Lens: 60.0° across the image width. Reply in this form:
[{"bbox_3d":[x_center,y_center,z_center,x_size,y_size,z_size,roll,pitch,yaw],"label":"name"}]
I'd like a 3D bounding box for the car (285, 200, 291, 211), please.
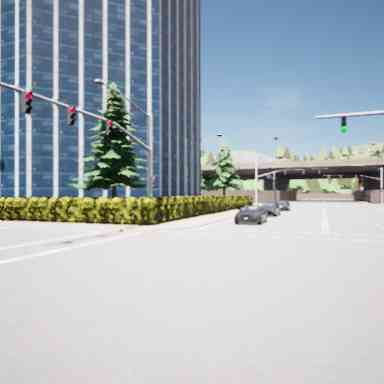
[{"bbox_3d":[12.251,1.808,45.160,2.128,1.511,4.902,0,-1,22],"label":"car"}]

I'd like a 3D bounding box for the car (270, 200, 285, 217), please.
[{"bbox_3d":[8.099,1.794,34.745,2.033,1.411,5.357,0,0,22],"label":"car"}]

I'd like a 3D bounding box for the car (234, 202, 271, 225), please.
[{"bbox_3d":[4.669,1.753,26.081,1.994,1.385,4.181,0,0,22],"label":"car"}]
